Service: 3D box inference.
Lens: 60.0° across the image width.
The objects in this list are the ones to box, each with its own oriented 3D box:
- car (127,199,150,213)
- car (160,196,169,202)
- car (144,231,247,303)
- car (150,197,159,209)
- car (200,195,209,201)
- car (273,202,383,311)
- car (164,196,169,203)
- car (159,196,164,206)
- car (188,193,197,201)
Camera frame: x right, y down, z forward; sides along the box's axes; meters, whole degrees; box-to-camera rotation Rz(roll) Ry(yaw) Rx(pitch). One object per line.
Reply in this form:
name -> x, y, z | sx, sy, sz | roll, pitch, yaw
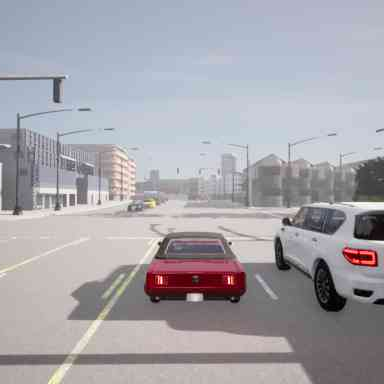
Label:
car -> -7.081, 1.830, 42.752 | 2.128, 1.511, 4.902 | 0, 0, 0
car -> -6.981, 1.680, 85.319 | 1.812, 1.442, 4.674 | 0, 0, 0
car -> 0.071, 1.617, 8.211 | 1.895, 1.301, 4.718 | 0, 0, 0
car -> -7.074, 1.895, 54.333 | 1.882, 1.535, 5.008 | 0, 0, 0
car -> 3.520, 1.523, 89.240 | 2.097, 1.767, 4.553 | 0, -1, 0
car -> 3.565, 1.234, 7.919 | 2.150, 2.045, 5.566 | 0, 0, 0
car -> -6.984, 1.741, 75.067 | 2.128, 1.511, 4.902 | 0, 1, 0
car -> -7.024, 1.863, 64.919 | 1.837, 1.490, 4.892 | 0, 1, 0
car -> 0.020, 1.389, 88.887 | 2.150, 2.045, 5.566 | 0, -1, 0
